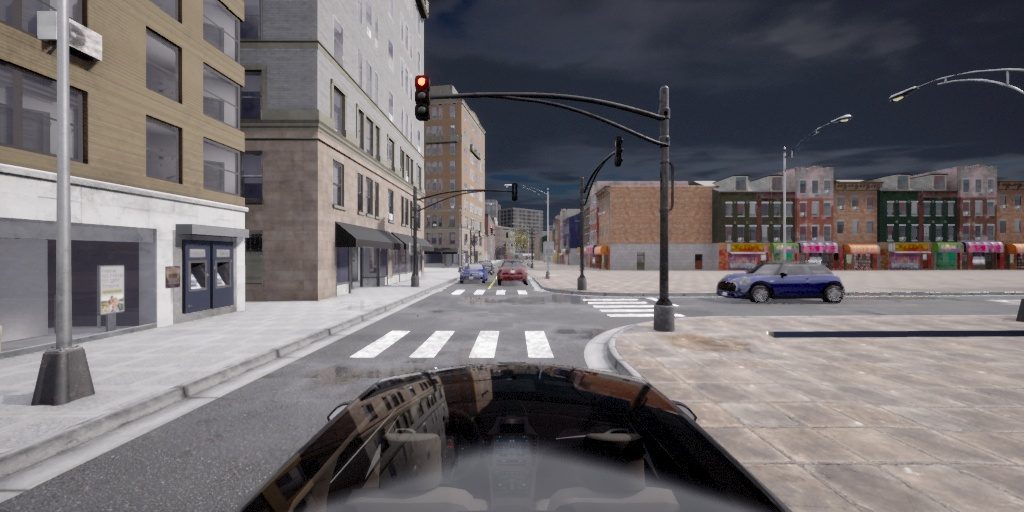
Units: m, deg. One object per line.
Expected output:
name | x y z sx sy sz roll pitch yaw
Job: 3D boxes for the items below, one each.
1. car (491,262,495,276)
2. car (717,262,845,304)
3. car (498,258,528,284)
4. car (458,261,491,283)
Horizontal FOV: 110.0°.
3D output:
car | -2.884 1.262 38.023 1.837 1.490 4.892 0 0 0
car | 11.492 1.052 15.582 4.553 1.767 2.097 0 0 0
car | 0.016 1.105 26.704 2.097 1.767 4.553 0 0 -1
car | -2.872 1.279 27.775 1.812 1.442 4.674 0 0 0
